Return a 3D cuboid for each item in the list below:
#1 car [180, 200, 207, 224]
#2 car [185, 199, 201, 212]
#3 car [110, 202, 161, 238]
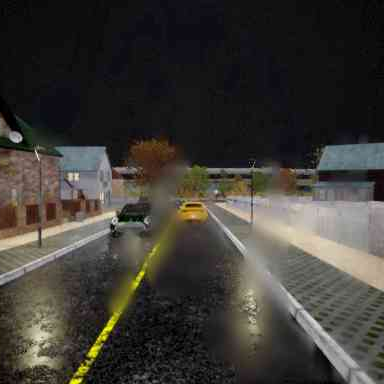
[{"bbox_3d":[0.099,1.469,24.685,1.882,1.535,5.008,0,0,0],"label":"car"},{"bbox_3d":[0.097,1.596,40.170,1.895,1.301,4.718,0,0,0],"label":"car"},{"bbox_3d":[-2.849,1.344,17.525,2.097,1.767,4.553,0,0,0],"label":"car"}]
